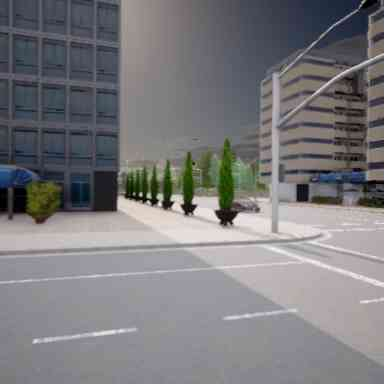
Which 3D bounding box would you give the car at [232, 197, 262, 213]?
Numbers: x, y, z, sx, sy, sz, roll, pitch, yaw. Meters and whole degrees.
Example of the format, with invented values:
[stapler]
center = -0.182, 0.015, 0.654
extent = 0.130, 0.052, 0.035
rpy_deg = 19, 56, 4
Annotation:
[car]
center = 5.220, 1.295, 33.895
extent = 1.812, 1.442, 4.674
rpy_deg = 0, 1, -18
